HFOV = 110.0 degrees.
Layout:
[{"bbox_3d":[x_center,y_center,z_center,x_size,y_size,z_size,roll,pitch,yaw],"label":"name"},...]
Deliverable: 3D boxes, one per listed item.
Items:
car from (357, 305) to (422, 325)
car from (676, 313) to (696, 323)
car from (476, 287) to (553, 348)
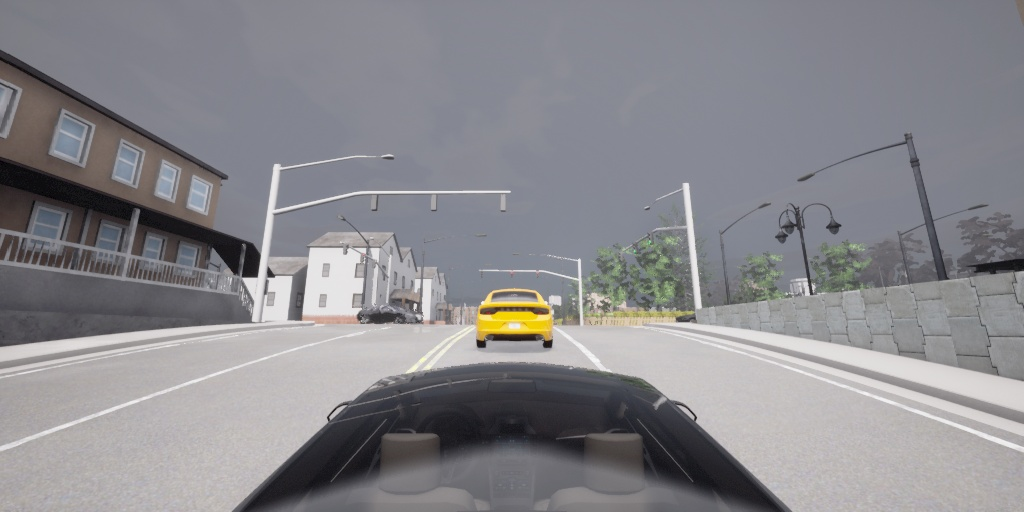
[{"bbox_3d":[-8.909,4.338,26.186,4.902,1.511,2.128,-3,-13,17],"label":"car"},{"bbox_3d":[16.491,5.261,30.391,5.008,1.535,1.882,0,-12,1],"label":"car"},{"bbox_3d":[0.071,1.723,10.547,1.882,1.535,5.008,0,-7,0],"label":"car"}]
